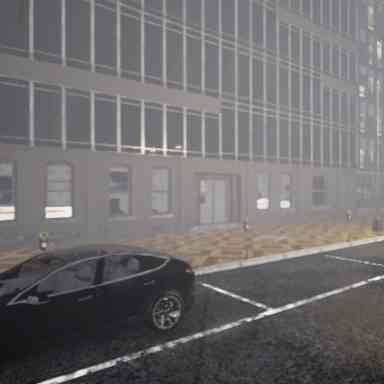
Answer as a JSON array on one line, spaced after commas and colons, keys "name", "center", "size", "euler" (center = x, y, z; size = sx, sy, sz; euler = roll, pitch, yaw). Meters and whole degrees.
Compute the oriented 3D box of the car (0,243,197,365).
[{"name": "car", "center": [-1.902, 1.559, 5.199], "size": [4.313, 1.339, 1.947], "euler": [0, 0, -35]}]
